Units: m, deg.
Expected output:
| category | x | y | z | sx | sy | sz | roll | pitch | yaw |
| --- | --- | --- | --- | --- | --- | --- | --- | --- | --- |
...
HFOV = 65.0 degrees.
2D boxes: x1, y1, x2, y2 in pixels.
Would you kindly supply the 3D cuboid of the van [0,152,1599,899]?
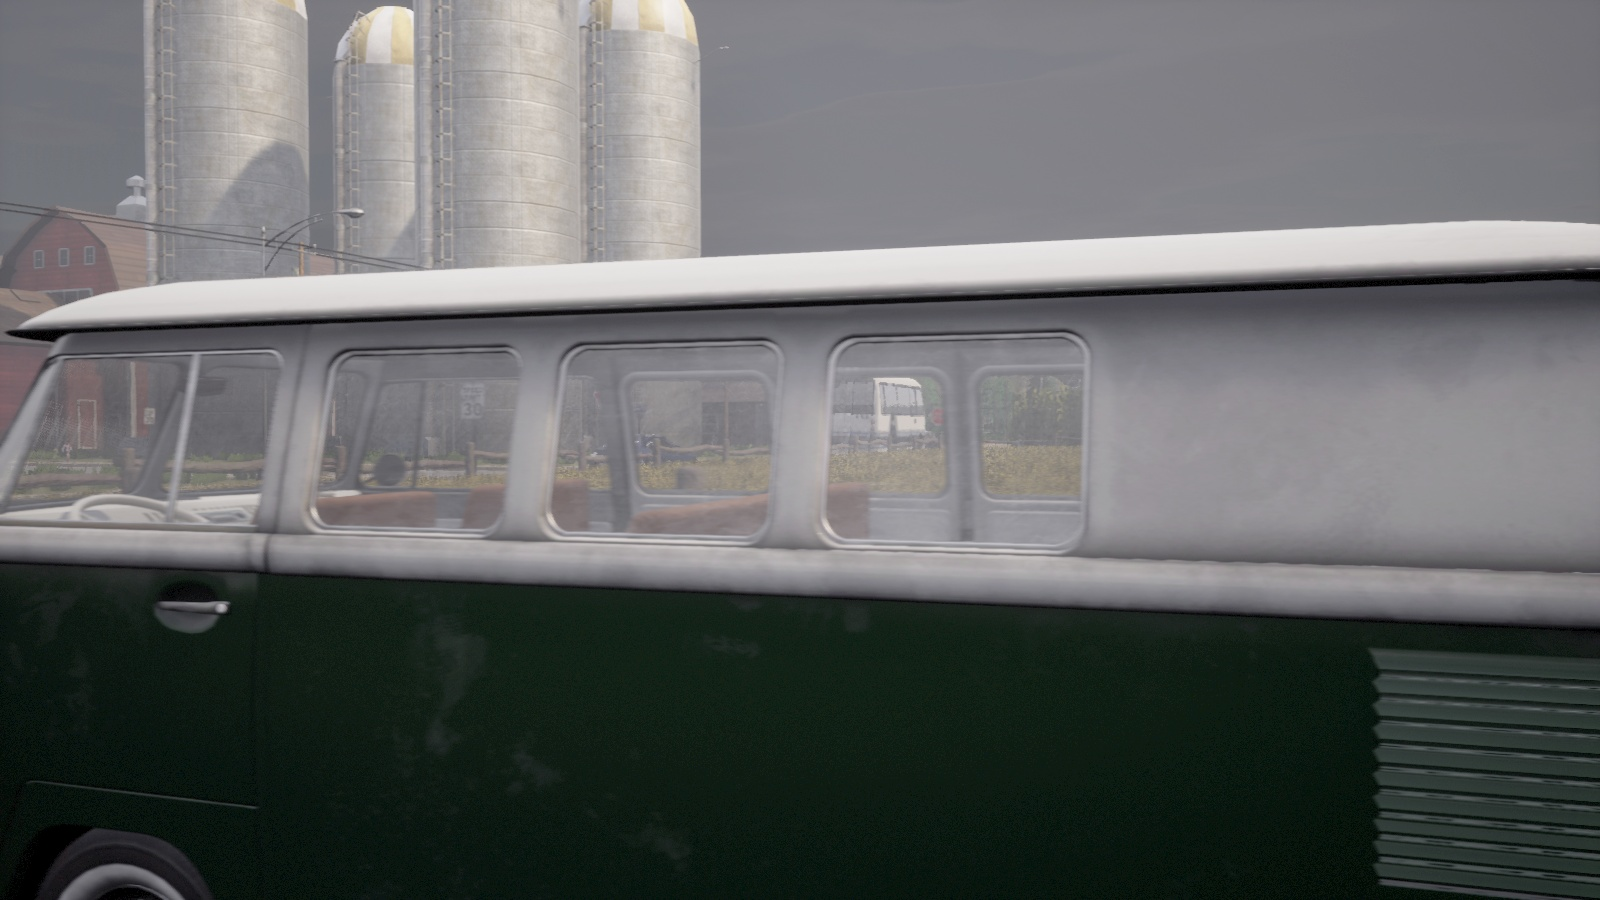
| category | x | y | z | sx | sy | sz | roll | pitch | yaw |
| --- | --- | --- | --- | --- | --- | --- | --- | --- | --- |
| van | -0.185 | 0.527 | 3.249 | 4.442 | 1.987 | 1.775 | 1 | 1 | 18 |
